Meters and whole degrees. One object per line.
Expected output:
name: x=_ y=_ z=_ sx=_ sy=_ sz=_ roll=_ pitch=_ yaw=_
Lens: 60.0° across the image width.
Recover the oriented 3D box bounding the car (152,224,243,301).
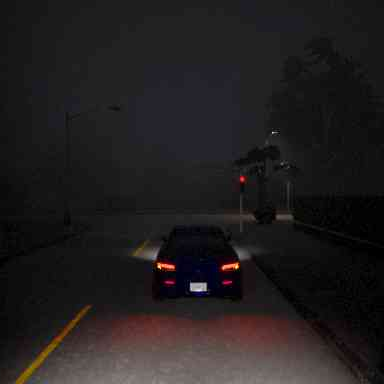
car: x=0.120 y=1.526 z=8.214 sx=1.812 sy=1.442 sz=4.674 roll=0 pitch=0 yaw=0
